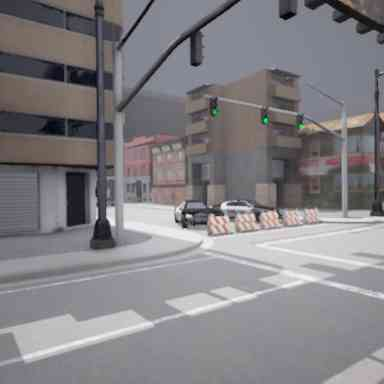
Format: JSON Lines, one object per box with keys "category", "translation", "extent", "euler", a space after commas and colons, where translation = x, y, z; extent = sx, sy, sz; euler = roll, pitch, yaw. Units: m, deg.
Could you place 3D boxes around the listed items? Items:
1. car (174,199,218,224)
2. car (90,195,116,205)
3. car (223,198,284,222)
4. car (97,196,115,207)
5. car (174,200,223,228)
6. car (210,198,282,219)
{"category": "car", "translation": [0.107, 1.111, 20.660], "extent": [1.853, 1.218, 4.536], "euler": [-1, 1, -10]}
{"category": "car", "translation": [-11.928, 1.049, 44.339], "extent": [1.853, 1.218, 4.536], "euler": [-1, 1, -35]}
{"category": "car", "translation": [3.699, 1.205, 22.751], "extent": [4.974, 1.542, 2.038], "euler": [0, 1, 35]}
{"category": "car", "translation": [-11.896, 1.206, 44.298], "extent": [2.038, 1.542, 4.974], "euler": [-1, 1, -35]}
{"category": "car", "translation": [0.119, 1.269, 20.610], "extent": [2.038, 1.542, 4.974], "euler": [-1, 1, -10]}
{"category": "car", "translation": [3.654, 1.048, 22.778], "extent": [4.536, 1.218, 1.853], "euler": [0, 1, 35]}
